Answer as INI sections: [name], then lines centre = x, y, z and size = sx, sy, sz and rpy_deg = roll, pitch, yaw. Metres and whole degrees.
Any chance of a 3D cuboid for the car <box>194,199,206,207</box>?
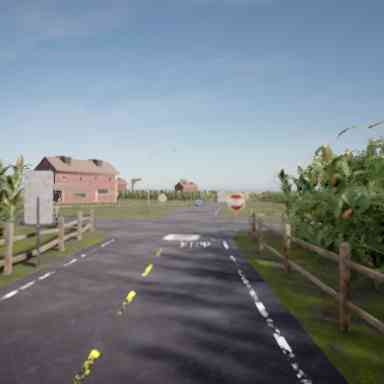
[car]
centre = 1.611, 2.195, 65.062
size = 1.812, 1.442, 4.674
rpy_deg = 0, 0, 8
